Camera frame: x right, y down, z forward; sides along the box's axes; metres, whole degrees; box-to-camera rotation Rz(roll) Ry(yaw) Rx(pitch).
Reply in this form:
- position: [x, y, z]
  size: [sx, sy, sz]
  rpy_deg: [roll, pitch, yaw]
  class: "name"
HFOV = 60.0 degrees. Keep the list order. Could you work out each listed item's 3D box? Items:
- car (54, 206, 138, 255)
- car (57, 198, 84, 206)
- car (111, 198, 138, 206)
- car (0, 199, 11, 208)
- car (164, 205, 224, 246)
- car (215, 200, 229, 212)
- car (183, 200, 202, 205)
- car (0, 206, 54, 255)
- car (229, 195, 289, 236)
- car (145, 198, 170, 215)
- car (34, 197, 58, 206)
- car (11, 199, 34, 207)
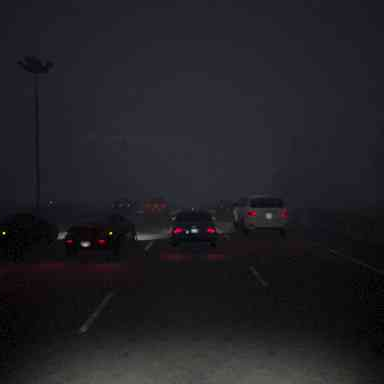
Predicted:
- position: [-3.416, 1.483, 12.957]
  size: [1.812, 1.442, 4.674]
  rpy_deg: [0, 0, 0]
  class: "car"
- position: [-17.638, 1.798, 49.111]
  size: [1.895, 1.301, 4.718]
  rpy_deg: [0, -1, 0]
  class: "car"
- position: [-6.942, 1.389, 34.487]
  size: [2.097, 1.767, 4.553]
  rpy_deg: [0, 0, 0]
  class: "car"
- position: [-28.123, 1.746, 49.200]
  size: [2.033, 1.411, 5.357]
  rpy_deg: [0, -1, 0]
  class: "car"
- position: [0.082, 1.504, 14.903]
  size: [2.033, 1.411, 5.357]
  rpy_deg: [0, 0, 0]
  class: "car"
- position: [3.557, 1.573, 35.782]
  size: [1.812, 1.442, 4.674]
  rpy_deg: [0, 0, 0]
  class: "car"
- position: [0.057, 1.573, 35.767]
  size: [1.812, 1.442, 4.674]
  rpy_deg: [0, 0, 0]
  class: "car"
- position: [-6.916, 1.483, 12.967]
  size: [1.812, 1.442, 4.674]
  rpy_deg: [0, 0, 0]
  class: "car"
- position: [3.579, 1.181, 18.151]
  size: [2.150, 2.045, 5.566]
  rpy_deg: [0, 0, 0]
  class: "car"
- position: [-3.441, 1.384, 33.824]
  size: [2.097, 1.767, 4.553]
  rpy_deg: [0, 0, 0]
  class: "car"
- position: [-21.125, 1.556, 49.669]
  size: [2.097, 1.767, 4.553]
  rpy_deg: [0, -1, 0]
  class: "car"
- position: [-24.626, 1.773, 49.953]
  size: [1.994, 1.385, 4.181]
  rpy_deg: [0, -1, 0]
  class: "car"
